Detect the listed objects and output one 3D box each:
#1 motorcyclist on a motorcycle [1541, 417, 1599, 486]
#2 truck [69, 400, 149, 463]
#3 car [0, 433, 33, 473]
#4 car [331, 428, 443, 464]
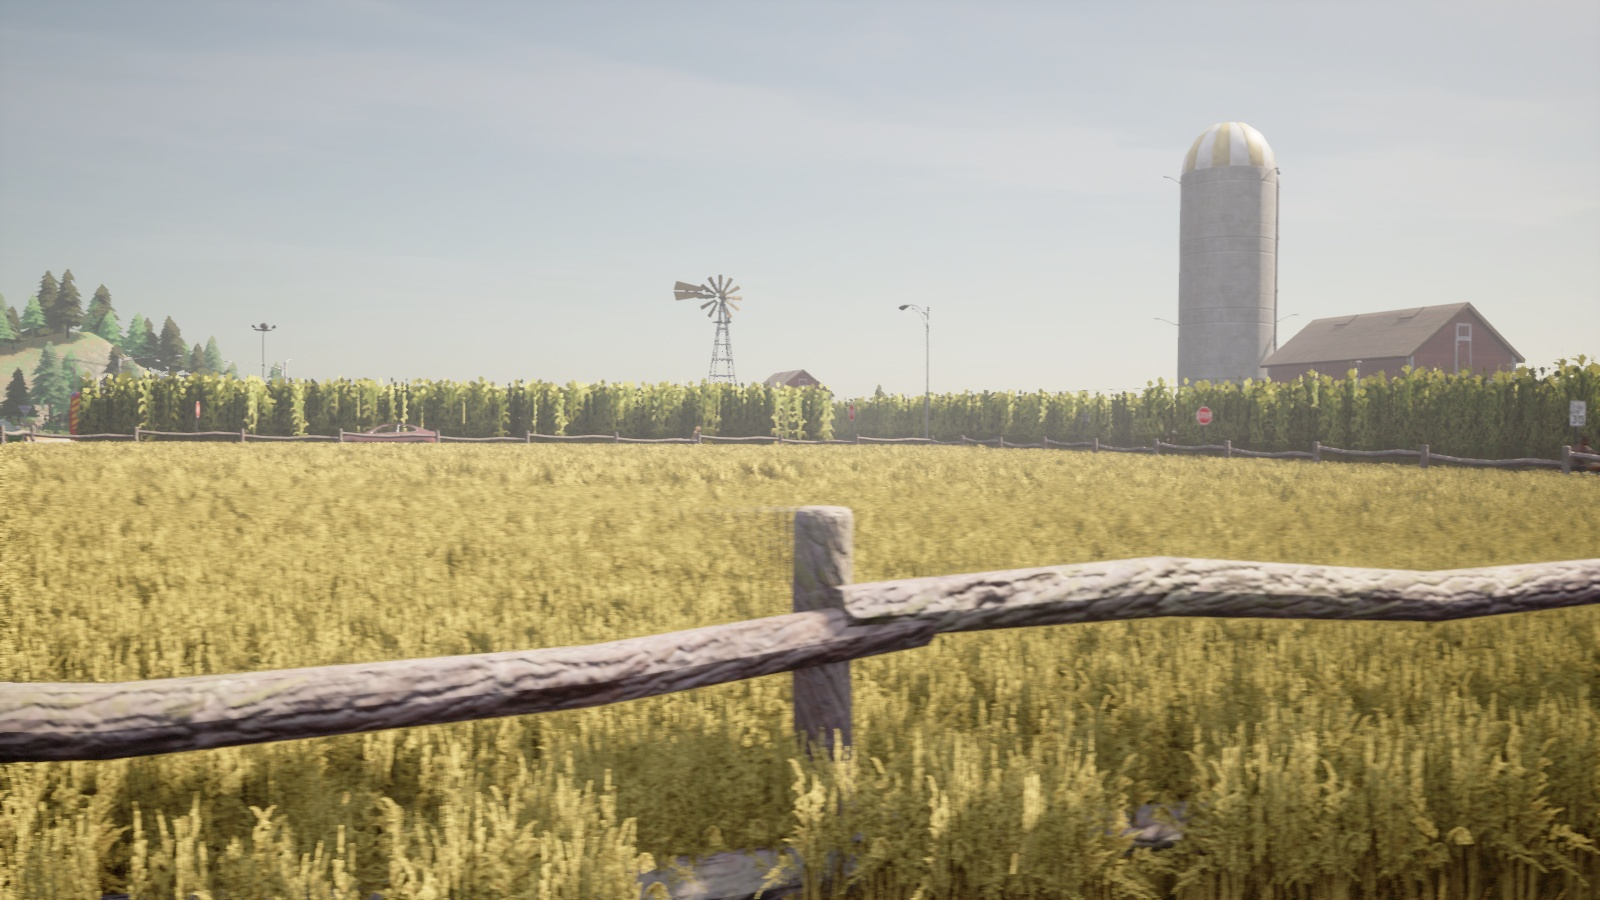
[{"bbox_3d":[19.437,0.024,30.715,0.766,1.649,2.350,-1,1,-17],"label":"motorcyclist on a motorcycle"},{"bbox_3d":[-44.890,-1.214,81.796,2.891,3.827,8.468,-1,1,-18],"label":"truck"},{"bbox_3d":[-37.400,0.114,58.173,2.097,1.767,4.553,-1,1,-18],"label":"car"},{"bbox_3d":[-19.982,-0.200,60.883,5.027,1.651,2.152,-1,1,-17],"label":"car"}]
